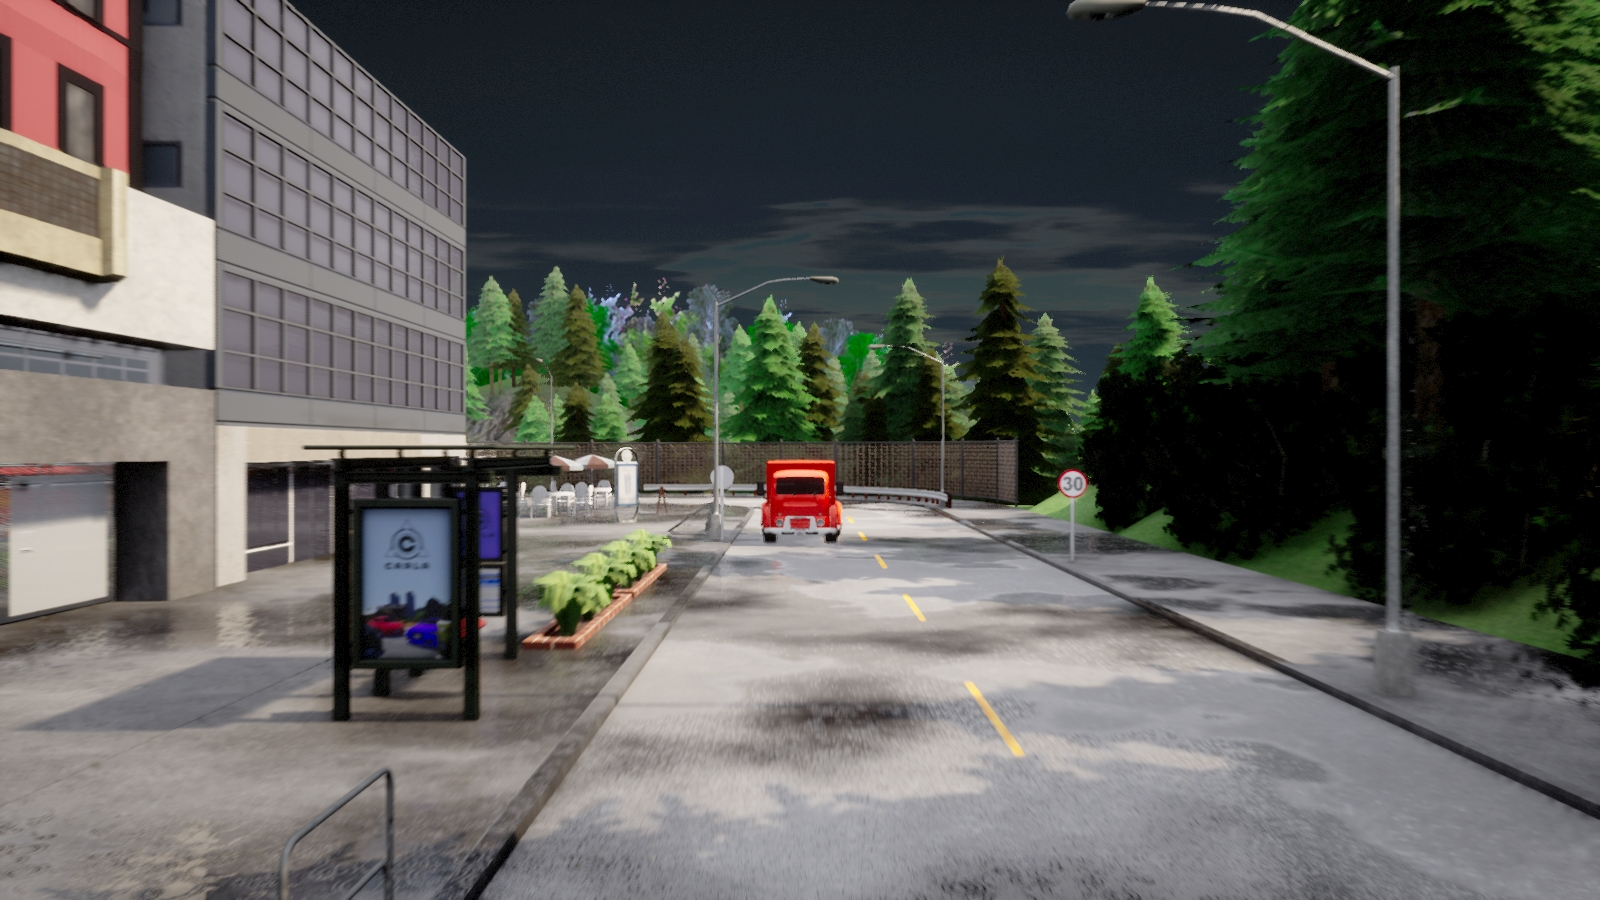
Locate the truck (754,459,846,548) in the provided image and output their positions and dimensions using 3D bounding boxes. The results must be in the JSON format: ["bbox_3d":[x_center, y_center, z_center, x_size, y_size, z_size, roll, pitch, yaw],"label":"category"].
[{"bbox_3d":[0.030,1.547,35.171,2.627,2.467,5.204,0,0,1],"label":"truck"}]
